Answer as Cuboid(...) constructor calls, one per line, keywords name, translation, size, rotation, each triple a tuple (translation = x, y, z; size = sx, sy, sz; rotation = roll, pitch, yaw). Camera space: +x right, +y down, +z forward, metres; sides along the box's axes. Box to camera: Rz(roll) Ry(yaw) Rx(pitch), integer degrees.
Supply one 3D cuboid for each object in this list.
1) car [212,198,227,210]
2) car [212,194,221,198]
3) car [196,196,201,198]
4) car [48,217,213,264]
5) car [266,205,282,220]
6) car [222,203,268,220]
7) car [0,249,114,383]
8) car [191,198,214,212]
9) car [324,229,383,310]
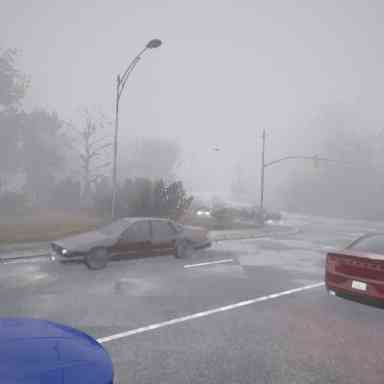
Cuboid(name="car", translation=(4.282, 2.079, 47.553), size=(2.033, 1.411, 5.357), rotation=(2, 1, -18))
Cuboid(name="car", translation=(5.839, 1.109, 79.176), size=(2.033, 1.411, 5.357), rotation=(2, 2, -1))
Cuboid(name="car", translation=(0.840, 1.514, 61.600), size=(1.837, 1.490, 4.892), rotation=(2, 2, -10))
Cuboid(name="car", translation=(-1.837, 1.576, 11.196), size=(5.357, 1.411, 2.033), rotation=(1, 0, -35))
Cuboid(name="car", translation=(8.110, 2.217, 37.292), size=(1.837, 1.490, 4.892), rotation=(3, -1, -21))
Cuboid(name="car", translation=(5.423, 2.171, 34.615), size=(1.895, 1.301, 4.718), rotation=(3, -1, -23))
Cuboid(name="car", translation=(-2.863, 1.478, 1.699), size=(5.008, 1.535, 1.882), rotation=(0, 0, -36))
Cuboid(name="car", translation=(1.057, 1.957, 46.385), size=(1.994, 1.385, 4.181), rotation=(3, 1, -17))
Cuboid(name="car", translation=(4.992, 1.555, 7.347), size=(5.008, 1.535, 1.882), rotation=(1, -1, -35))
